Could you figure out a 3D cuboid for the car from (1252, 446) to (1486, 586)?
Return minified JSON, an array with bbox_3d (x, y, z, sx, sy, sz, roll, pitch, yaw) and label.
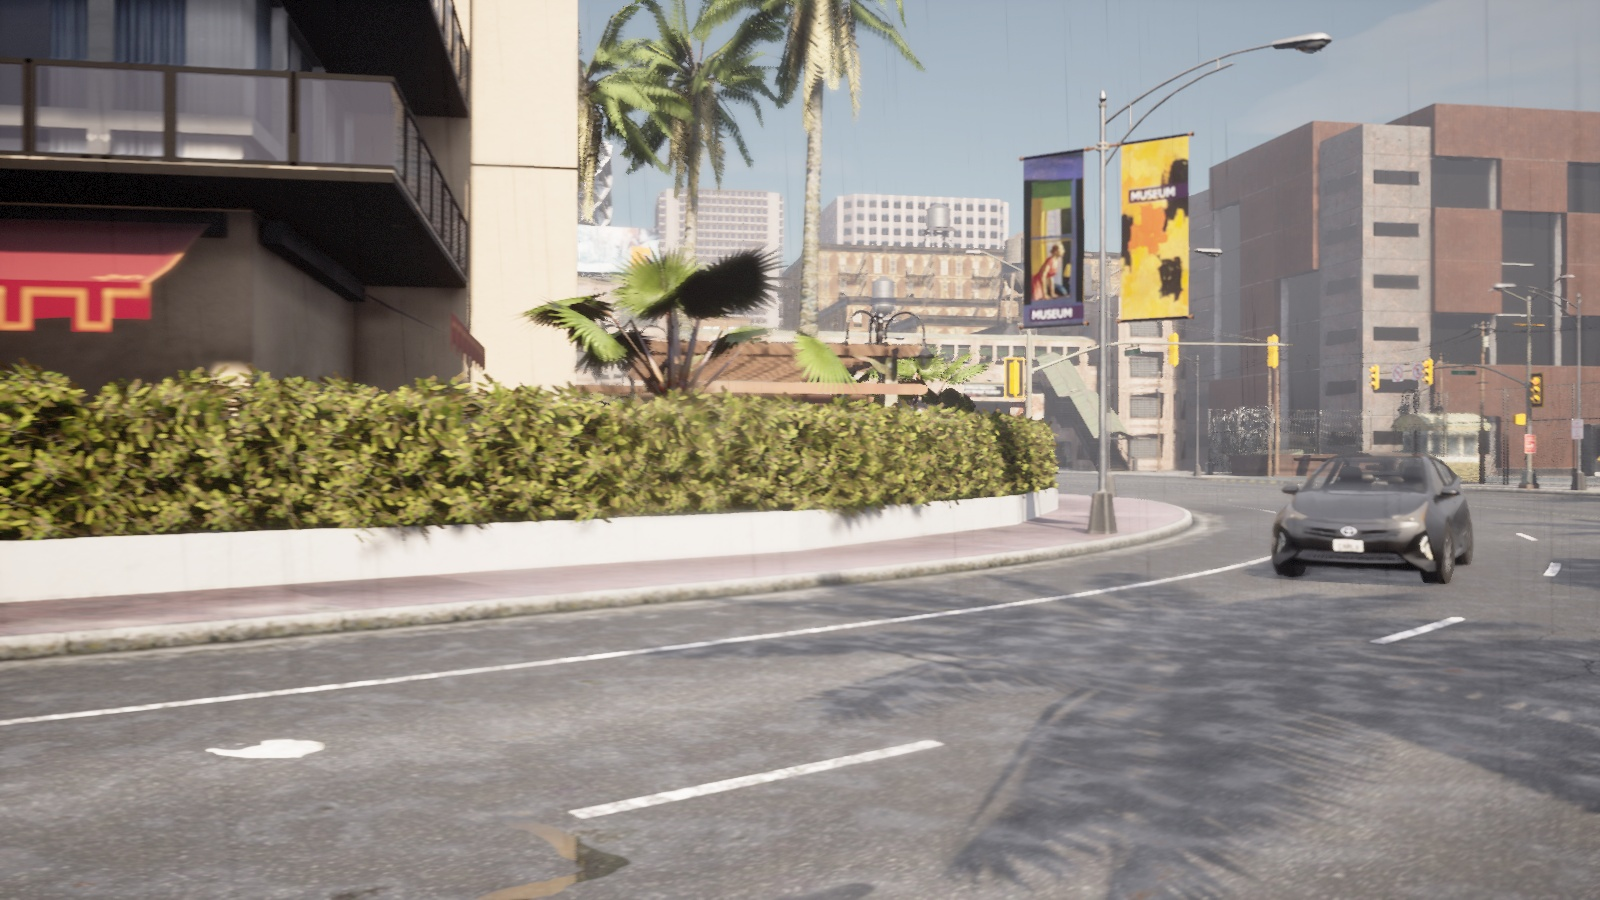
[{"bbox_3d":[7.395,0.723,16.050,2.007,1.525,4.514,0,0,34],"label":"car"}]
